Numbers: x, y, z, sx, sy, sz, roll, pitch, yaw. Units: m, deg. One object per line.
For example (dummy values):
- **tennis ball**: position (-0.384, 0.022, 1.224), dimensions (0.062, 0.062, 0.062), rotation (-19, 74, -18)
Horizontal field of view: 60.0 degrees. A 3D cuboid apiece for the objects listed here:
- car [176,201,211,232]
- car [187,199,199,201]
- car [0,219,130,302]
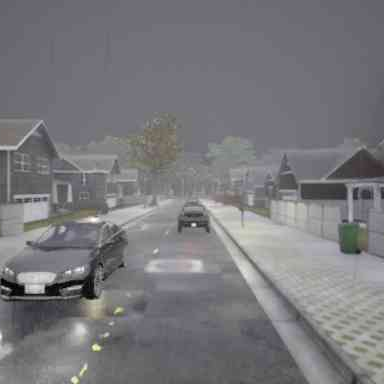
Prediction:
- **car**: position (0.097, 1.515, 20.289), dimensions (1.837, 1.490, 4.892), rotation (0, 0, 0)
- **car**: position (0.099, 1.543, 39.013), dimensions (1.837, 1.490, 4.892), rotation (0, 0, 0)
- **car**: position (-2.851, 1.493, 8.483), dimensions (2.128, 1.511, 4.902), rotation (0, 0, 0)
